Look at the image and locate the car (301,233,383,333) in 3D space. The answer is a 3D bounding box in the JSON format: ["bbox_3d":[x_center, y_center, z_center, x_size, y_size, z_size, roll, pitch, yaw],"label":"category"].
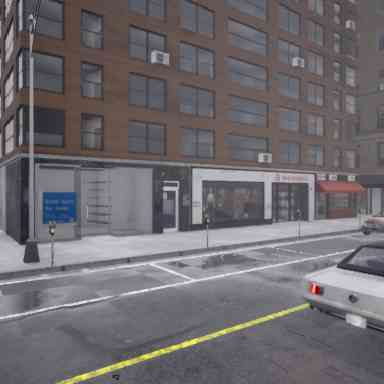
[{"bbox_3d":[4.215,1.601,6.163,4.718,1.301,1.895,0,0,-36],"label":"car"}]

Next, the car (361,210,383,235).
[{"bbox_3d":[10.616,1.582,17.470,4.206,1.307,1.802,0,0,-35],"label":"car"}]
